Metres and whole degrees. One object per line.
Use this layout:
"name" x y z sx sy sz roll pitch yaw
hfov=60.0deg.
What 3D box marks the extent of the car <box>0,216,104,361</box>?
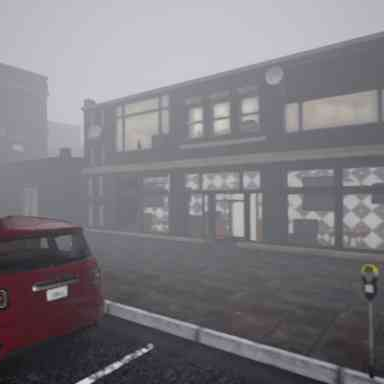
"car" -3.586 1.317 5.444 5.009 1.841 2.192 0 -1 36
